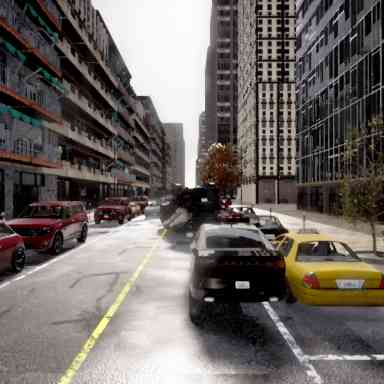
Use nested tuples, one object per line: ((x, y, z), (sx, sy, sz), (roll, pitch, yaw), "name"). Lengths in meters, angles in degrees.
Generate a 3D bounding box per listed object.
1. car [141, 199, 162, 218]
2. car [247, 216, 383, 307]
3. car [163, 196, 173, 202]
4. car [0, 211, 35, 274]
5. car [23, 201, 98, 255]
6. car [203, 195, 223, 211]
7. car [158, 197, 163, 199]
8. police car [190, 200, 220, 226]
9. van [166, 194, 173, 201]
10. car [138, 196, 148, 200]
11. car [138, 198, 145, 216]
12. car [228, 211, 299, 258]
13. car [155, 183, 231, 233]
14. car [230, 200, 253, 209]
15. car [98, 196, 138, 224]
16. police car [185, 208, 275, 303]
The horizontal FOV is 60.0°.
((-3.170, 1.624, 30.489), (1.895, 1.301, 4.718), (0, 0, 0), "car")
((2.677, 1.528, 7.961), (1.752, 1.417, 4.829), (0, 0, 0), "car")
((-5.870, 1.739, 81.394), (1.947, 1.339, 4.313), (0, 0, 0), "car")
((-5.702, 1.443, 7.772), (1.967, 1.590, 4.097), (0, 0, 0), "car")
((-5.714, 1.322, 13.436), (2.192, 1.841, 5.009), (0, 0, 0), "car")
((2.601, 1.360, 41.771), (2.192, 1.841, 5.009), (0, 0, 0), "car")
((-5.831, 1.678, 64.405), (1.947, 1.339, 4.313), (0, 0, 0), "car")
((0.845, 1.441, 24.426), (1.930, 1.638, 5.238), (0, 0, 0), "police car")
((-5.882, 1.540, 87.060), (1.690, 1.788, 3.998), (0, 0, 0), "van")
((-5.766, 1.348, 36.090), (2.192, 1.841, 5.009), (0, 0, 0), "car")
((-5.753, 1.549, 30.256), (1.752, 1.417, 4.829), (0, 0, 0), "car")
((2.664, 1.573, 13.455), (1.947, 1.339, 4.313), (0, 0, 0), "car")
((-0.192, 1.208, 18.369), (2.150, 2.045, 5.566), (-2, -19, -19), "car")
((2.652, 1.451, 19.118), (1.967, 1.590, 4.097), (0, 0, 0), "car")
((-5.739, 1.331, 24.762), (2.192, 1.841, 5.009), (0, 0, 0), "car")
((0.881, 1.429, 8.426), (1.930, 1.638, 5.238), (0, 0, 0), "police car")
